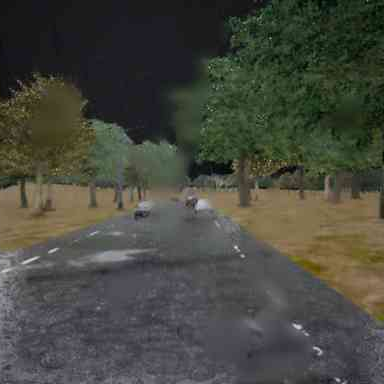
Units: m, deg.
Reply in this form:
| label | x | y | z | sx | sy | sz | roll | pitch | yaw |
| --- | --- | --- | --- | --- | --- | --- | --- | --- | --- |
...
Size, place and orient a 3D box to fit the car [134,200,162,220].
| label | x | y | z | sx | sy | sz | roll | pitch | yaw |
| --- | --- | --- | --- | --- | --- | --- | --- | --- | --- |
| car | -3.595 | 1.437 | 27.716 | 1.882 | 1.535 | 5.008 | 0 | 0 | 0 |

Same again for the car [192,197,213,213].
| label | x | y | z | sx | sy | sz | roll | pitch | yaw |
| --- | --- | --- | --- | --- | --- | --- | --- | --- | --- |
| car | 1.236 | 1.492 | 36.116 | 1.812 | 1.442 | 4.674 | 0 | 0 | 0 |

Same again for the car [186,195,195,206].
| label | x | y | z | sx | sy | sz | roll | pitch | yaw |
| --- | --- | --- | --- | --- | --- | --- | --- | --- | --- |
| car | 0.015 | 1.462 | 53.165 | 1.882 | 1.535 | 5.008 | 0 | 0 | 0 |

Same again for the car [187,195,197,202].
| label | x | y | z | sx | sy | sz | roll | pitch | yaw |
| --- | --- | --- | --- | --- | --- | --- | --- | --- | --- |
| car | 0.021 | 1.434 | 74.542 | 2.128 | 1.511 | 4.902 | 0 | -1 | 0 |

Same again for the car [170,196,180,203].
| label | x | y | z | sx | sy | sz | roll | pitch | yaw |
| --- | --- | --- | --- | --- | --- | --- | --- | --- | --- |
| car | -3.480 | 1.545 | 70.010 | 2.033 | 1.411 | 5.357 | 0 | 0 | 0 |
